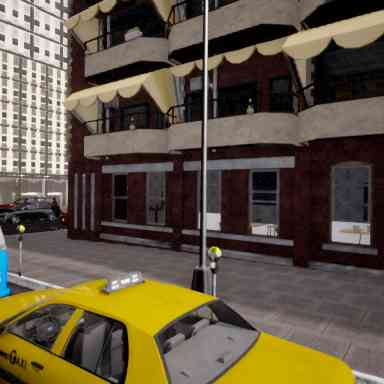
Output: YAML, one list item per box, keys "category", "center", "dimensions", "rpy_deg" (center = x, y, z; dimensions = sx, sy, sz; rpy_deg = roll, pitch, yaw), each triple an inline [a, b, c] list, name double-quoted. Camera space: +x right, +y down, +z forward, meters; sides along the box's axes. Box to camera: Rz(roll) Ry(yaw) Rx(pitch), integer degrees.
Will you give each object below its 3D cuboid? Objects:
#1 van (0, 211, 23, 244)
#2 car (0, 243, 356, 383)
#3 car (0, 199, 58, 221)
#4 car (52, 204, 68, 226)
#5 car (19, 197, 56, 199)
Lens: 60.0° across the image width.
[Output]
- category: "van"
  center: [-5.324, 1.339, 6.662]
  dimensions: [3.998, 1.788, 1.690]
  rpy_deg: [0, 1, 36]
- category: "car"
  center: [-0.902, 1.525, 3.508]
  dimensions: [4.829, 1.417, 1.752]
  rpy_deg: [0, 1, 36]
- category: "car"
  center: [-12.478, 1.544, 25.451]
  dimensions: [2.128, 1.511, 4.902]
  rpy_deg: [1, 0, 36]
- category: "car"
  center: [-6.970, 1.685, 23.207]
  dimensions: [1.887, 1.381, 4.507]
  rpy_deg: [1, 0, 36]
- category: "car"
  center: [-13.757, 1.339, 28.117]
  dimensions: [2.192, 1.841, 5.009]
  rpy_deg: [1, 0, 36]
